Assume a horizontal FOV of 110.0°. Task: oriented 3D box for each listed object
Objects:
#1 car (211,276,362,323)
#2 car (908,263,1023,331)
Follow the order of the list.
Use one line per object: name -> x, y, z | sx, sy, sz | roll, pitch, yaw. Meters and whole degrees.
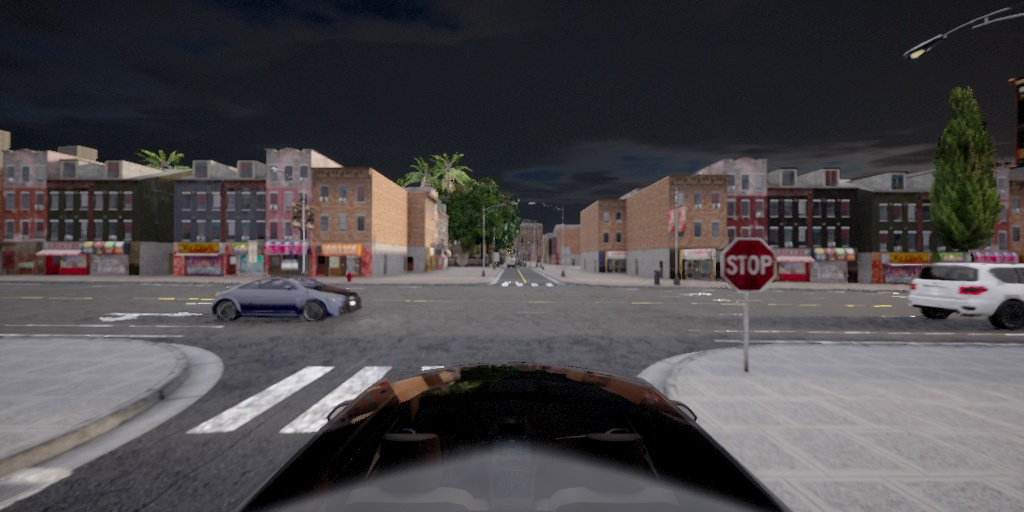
car -> -7.231, 1.342, 11.767 | 4.181, 1.385, 1.994 | 1, 0, 0
car -> 16.651, 1.267, 11.877 | 5.566, 2.045, 2.150 | 1, 0, 0
